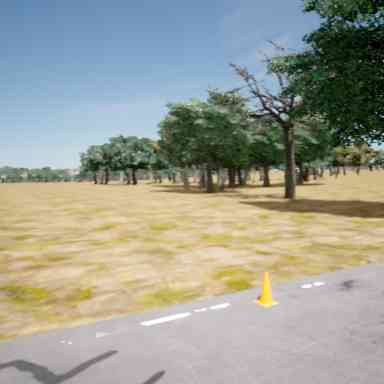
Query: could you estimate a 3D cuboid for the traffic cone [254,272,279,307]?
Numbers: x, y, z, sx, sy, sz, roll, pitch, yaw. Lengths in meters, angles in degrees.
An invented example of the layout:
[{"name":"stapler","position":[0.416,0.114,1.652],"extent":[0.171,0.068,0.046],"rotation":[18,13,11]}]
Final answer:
[{"name":"traffic cone","position":[1.431,1.838,6.387],"extent":[0.340,0.580,0.340],"rotation":[-1,1,-31]}]
